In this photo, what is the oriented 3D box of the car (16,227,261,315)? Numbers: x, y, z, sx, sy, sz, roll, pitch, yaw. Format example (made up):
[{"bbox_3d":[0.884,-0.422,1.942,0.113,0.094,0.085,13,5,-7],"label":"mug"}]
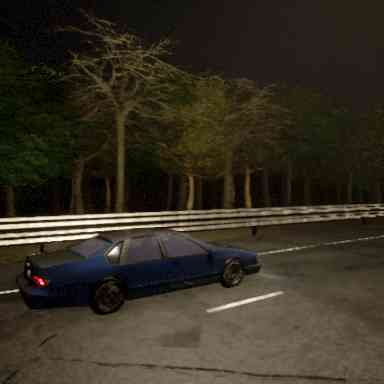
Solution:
[{"bbox_3d":[-0.907,1.529,7.514,5.357,1.411,2.033,0,0,-34],"label":"car"}]
